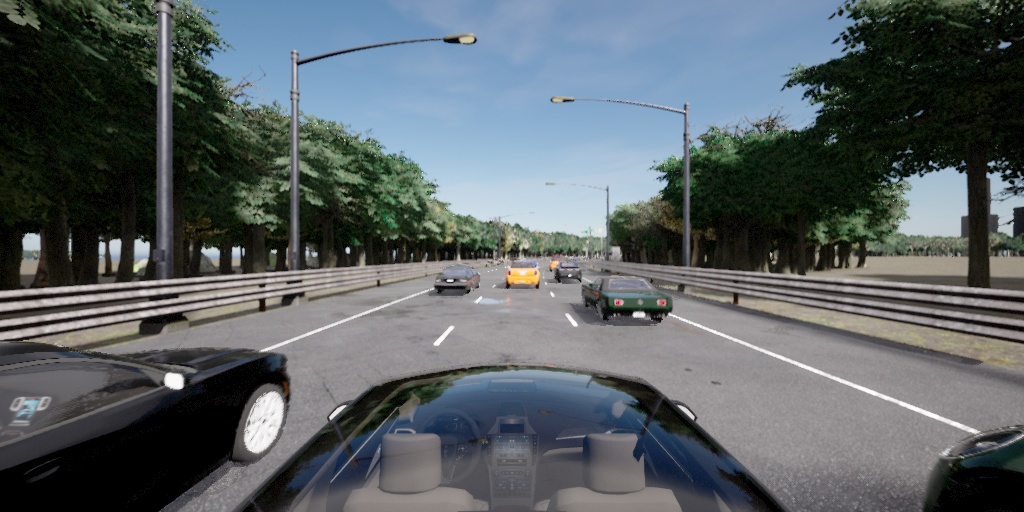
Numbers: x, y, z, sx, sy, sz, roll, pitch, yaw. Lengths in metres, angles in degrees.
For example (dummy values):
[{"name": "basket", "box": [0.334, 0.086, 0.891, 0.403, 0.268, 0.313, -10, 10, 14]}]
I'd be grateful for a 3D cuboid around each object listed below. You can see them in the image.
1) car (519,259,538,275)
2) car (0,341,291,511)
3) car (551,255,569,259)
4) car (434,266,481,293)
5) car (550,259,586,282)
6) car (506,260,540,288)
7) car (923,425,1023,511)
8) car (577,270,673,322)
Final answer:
[{"name": "car", "box": [1.915, 1.183, 39.935, 1.882, 1.535, 5.008, 0, 0, 5]}, {"name": "car", "box": [-3.364, 1.227, 1.937, 1.882, 1.535, 5.008, 0, 0, 0]}, {"name": "car", "box": [6.112, 1.045, 47.592, 2.097, 1.767, 4.553, 0, 0, 6]}, {"name": "car", "box": [-2.970, 1.280, 20.413, 2.033, 1.411, 5.357, 0, 0, 3]}, {"name": "car", "box": [4.382, 1.215, 28.432, 2.128, 1.511, 4.902, 0, 0, 4]}, {"name": "car", "box": [0.732, 1.084, 23.896, 2.097, 1.767, 4.553, 0, 0, 2]}, {"name": "car", "box": [3.522, 1.103, 0.211, 2.097, 1.767, 4.553, 0, 0, 0]}, {"name": "car", "box": [3.636, 1.341, 12.284, 1.895, 1.301, 4.718, 0, 0, 2]}]
